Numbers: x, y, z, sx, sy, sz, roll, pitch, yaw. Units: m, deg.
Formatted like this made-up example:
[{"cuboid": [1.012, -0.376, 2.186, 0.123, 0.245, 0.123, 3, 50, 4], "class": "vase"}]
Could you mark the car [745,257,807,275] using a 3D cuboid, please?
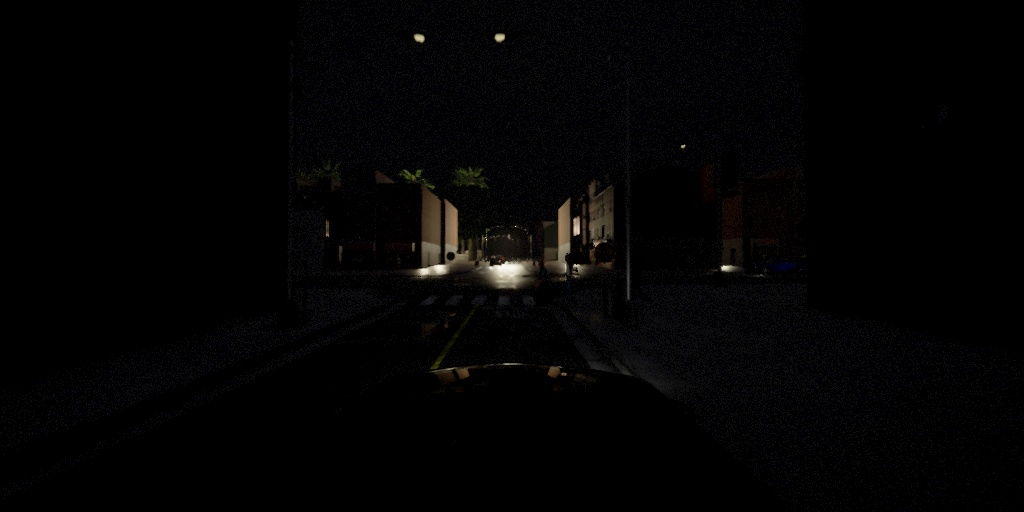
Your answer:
[{"cuboid": [23.478, 0.848, 31.887, 5.008, 1.535, 1.882, -1, -1, 0], "class": "car"}]

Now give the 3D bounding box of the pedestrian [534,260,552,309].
[{"cuboid": [1.113, 0.980, 12.876, 0.375, 1.860, 0.375, 1, -1, 0], "class": "pedestrian"}]

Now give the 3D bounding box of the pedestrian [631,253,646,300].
[{"cuboid": [4.654, 0.741, 13.479, 0.375, 1.860, 0.375, 1, -1, 0], "class": "pedestrian"}]

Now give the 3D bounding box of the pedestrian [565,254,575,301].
[{"cuboid": [2.274, 0.818, 14.078, 0.375, 1.860, 0.375, 1, -1, 0], "class": "pedestrian"}]

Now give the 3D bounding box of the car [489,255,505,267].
[{"cuboid": [-2.496, 0.952, 55.538, 2.033, 1.411, 5.357, 0, 0, 1], "class": "car"}]
